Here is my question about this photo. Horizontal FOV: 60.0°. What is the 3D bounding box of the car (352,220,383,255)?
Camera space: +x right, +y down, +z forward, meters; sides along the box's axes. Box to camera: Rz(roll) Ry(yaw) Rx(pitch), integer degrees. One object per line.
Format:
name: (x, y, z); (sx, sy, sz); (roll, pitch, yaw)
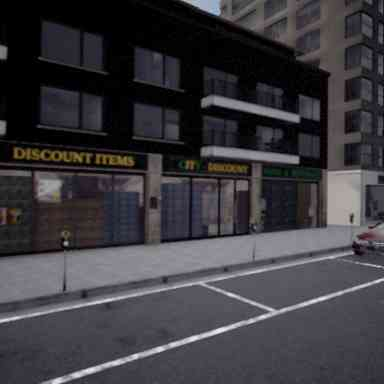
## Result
car: (7.589, 1.624, 12.161); (4.206, 1.307, 1.802); (0, 0, -35)
